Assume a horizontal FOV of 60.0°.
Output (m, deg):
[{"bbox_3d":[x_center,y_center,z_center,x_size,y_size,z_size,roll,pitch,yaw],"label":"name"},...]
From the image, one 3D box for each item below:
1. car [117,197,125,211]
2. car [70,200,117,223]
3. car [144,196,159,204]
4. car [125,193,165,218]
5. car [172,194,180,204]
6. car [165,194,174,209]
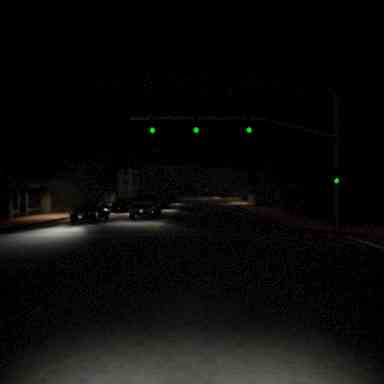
[{"bbox_3d":[-7.325,1.381,35.845,1.837,1.490,4.892,0,1,1],"label":"car"},{"bbox_3d":[-7.507,1.410,24.886,2.128,1.511,4.902,0,0,1],"label":"car"},{"bbox_3d":[-6.901,1.363,57.643,1.994,1.385,4.181,0,0,2],"label":"car"},{"bbox_3d":[-3.943,1.121,28.821,2.150,2.045,5.566,0,0,1],"label":"car"},{"bbox_3d":[-3.340,1.138,59.851,2.097,1.767,4.553,0,0,1],"label":"car"},{"bbox_3d":[-3.717,1.378,41.814,1.812,1.442,4.674,0,0,1],"label":"car"}]
